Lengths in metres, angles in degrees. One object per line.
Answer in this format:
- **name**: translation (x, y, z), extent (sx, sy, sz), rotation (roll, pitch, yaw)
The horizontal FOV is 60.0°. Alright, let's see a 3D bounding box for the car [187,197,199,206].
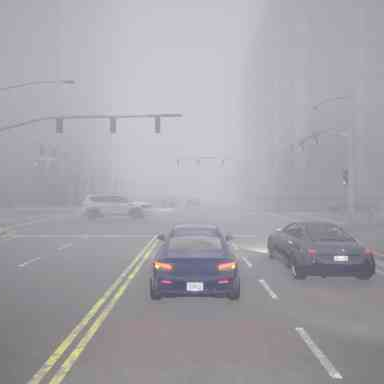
- **car**: translation (0.213, 1.564, 55.191), extent (1.994, 1.385, 4.181), rotation (0, 0, 0)

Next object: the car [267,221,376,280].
- **car**: translation (3.593, 1.564, 9.992), extent (1.994, 1.385, 4.181), rotation (0, 0, 0)

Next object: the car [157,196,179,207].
- **car**: translation (-3.489, 1.492, 49.659), extent (2.128, 1.511, 4.902), rotation (0, 0, 0)

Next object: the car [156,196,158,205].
- **car**: translation (-6.957, 1.505, 58.186), extent (1.837, 1.490, 4.892), rotation (0, 0, 0)

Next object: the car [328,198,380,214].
- **car**: translation (16.780, 1.422, 34.500), extent (5.008, 1.535, 1.882), rotation (0, 0, 0)

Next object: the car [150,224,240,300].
- **car**: translation (0.077, 1.526, 8.256), extent (1.812, 1.442, 4.674), rotation (0, 0, 1)

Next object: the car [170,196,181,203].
- **car**: translation (-3.351, 1.564, 69.253), extent (1.994, 1.385, 4.181), rotation (0, 0, 0)

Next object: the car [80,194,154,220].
- **car**: translation (-6.173, 1.196, 27.088), extent (5.566, 2.045, 2.150), rotation (0, 0, -1)

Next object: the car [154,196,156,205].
- **car**: translation (-6.994, 1.547, 48.452), extent (2.033, 1.411, 5.357), rotation (0, 0, 0)

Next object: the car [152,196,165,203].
- **car**: translation (-6.857, 1.547, 68.633), extent (2.033, 1.411, 5.357), rotation (0, 0, 0)

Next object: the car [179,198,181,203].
- **car**: translation (-3.448, 1.478, 59.250), extent (1.882, 1.535, 5.008), rotation (0, 0, 0)
